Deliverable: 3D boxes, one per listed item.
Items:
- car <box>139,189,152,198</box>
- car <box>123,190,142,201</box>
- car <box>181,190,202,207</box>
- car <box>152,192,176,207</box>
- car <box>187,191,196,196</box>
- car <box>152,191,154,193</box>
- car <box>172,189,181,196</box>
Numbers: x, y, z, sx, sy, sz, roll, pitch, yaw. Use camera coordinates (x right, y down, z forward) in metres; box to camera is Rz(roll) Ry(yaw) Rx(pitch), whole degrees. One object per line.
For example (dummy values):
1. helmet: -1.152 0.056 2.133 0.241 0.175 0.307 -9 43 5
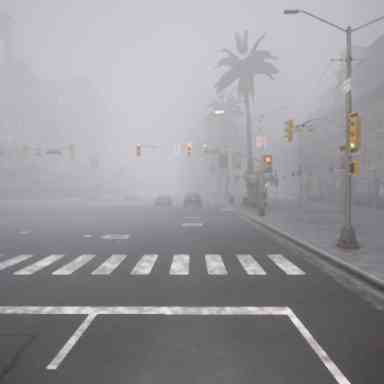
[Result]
1. car: -10.481 0.306 71.196 2.150 2.045 5.566 0 1 0
2. car: -10.524 0.803 57.654 2.033 1.411 5.357 0 1 1
3. car: 0.111 0.837 39.819 2.097 1.767 4.553 0 1 0
4. car: -3.389 1.035 40.859 1.994 1.385 4.181 0 1 0
5. car: -0.168 0.422 87.397 1.994 1.385 4.181 0 1 -4
6. car: -10.603 0.362 86.265 1.882 1.535 5.008 0 1 -4
7. car: -3.616 0.358 86.263 1.882 1.535 5.008 0 1 -4
